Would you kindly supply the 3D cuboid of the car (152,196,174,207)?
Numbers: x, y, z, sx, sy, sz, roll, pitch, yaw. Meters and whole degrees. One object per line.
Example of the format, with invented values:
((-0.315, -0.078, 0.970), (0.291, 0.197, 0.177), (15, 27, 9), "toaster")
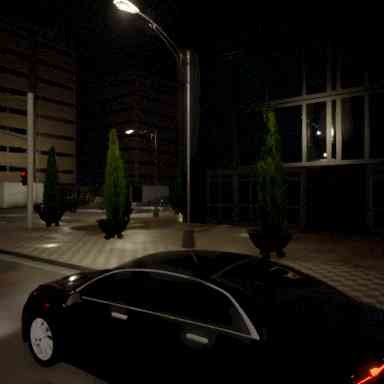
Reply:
((-4.143, 1.392, 51.964), (2.097, 1.767, 4.553), (0, 0, 35), "car")

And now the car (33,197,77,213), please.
((-15.032, 1.392, 36.537), (2.097, 1.767, 4.553), (0, 0, 35), "car")

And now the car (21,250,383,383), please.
((-0.215, 1.504, 4.143), (4.892, 1.490, 1.837), (0, 0, 36), "car")

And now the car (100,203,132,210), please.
((-9.910, 1.566, 43.788), (1.812, 1.442, 4.674), (0, 0, 35), "car")
